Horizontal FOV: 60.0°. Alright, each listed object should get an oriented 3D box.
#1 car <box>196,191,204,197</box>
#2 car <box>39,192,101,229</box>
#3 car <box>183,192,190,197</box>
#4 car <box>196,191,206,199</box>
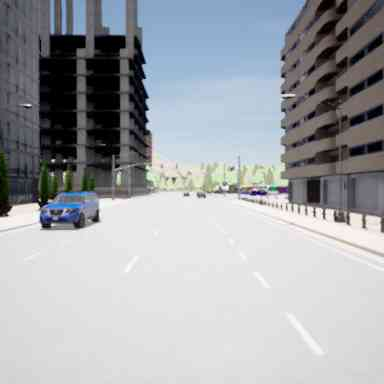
[{"bbox_3d":[2.079,0.523,86.251,1.882,1.535,5.008,0,1,-1],"label":"car"},{"bbox_3d":[-7.215,1.029,20.315,2.150,2.045,5.566,0,0,0],"label":"car"},{"bbox_3d":[-1.420,0.607,86.171,2.033,1.411,5.357,0,1,-1],"label":"car"},{"bbox_3d":[2.295,0.707,75.863,2.033,1.411,5.357,0,1,-1],"label":"car"}]
